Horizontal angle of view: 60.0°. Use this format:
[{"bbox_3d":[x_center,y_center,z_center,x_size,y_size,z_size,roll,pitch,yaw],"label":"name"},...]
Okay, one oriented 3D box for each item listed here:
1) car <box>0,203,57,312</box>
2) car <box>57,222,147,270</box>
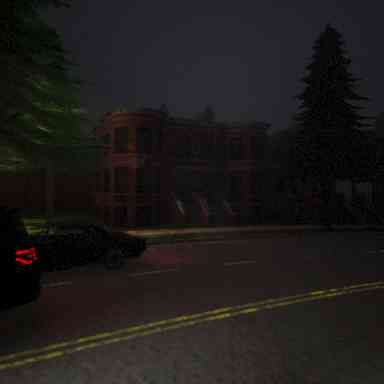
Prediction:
[{"bbox_3d":[-5.085,1.165,4.514,5.566,2.045,2.150,1,0,-36],"label":"car"},{"bbox_3d":[-3.820,1.563,9.579,4.718,1.301,1.895,1,0,-32],"label":"car"}]
